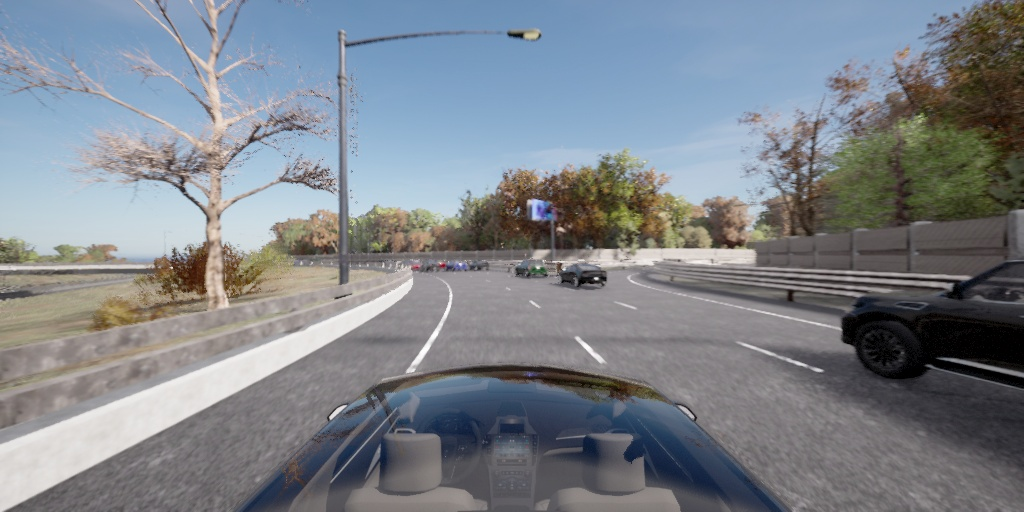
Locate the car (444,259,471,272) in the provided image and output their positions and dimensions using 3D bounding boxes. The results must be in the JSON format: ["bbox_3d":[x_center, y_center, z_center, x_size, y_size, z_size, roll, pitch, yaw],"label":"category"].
[{"bbox_3d":[-7.746,1.227,49.678,2.097,1.767,4.553,0,0,-26],"label":"car"}]

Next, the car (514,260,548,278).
[{"bbox_3d":[1.762,1.124,34.987,2.097,1.767,4.553,-1,0,-18],"label":"car"}]

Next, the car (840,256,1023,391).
[{"bbox_3d":[7.028,0.914,4.016,2.150,2.045,5.566,0,0,-2],"label":"car"}]

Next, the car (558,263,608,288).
[{"bbox_3d":[4.602,1.226,24.061,1.882,1.535,5.008,0,0,-12],"label":"car"}]

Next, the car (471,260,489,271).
[{"bbox_3d":[-4.799,1.356,51.640,1.837,1.490,4.892,0,0,-26],"label":"car"}]

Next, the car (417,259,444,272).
[{"bbox_3d":[-11.071,1.408,48.531,1.837,1.490,4.892,0,0,-26],"label":"car"}]

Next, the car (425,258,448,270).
[{"bbox_3d":[-12.250,1.277,57.868,2.097,1.767,4.553,0,0,-33],"label":"car"}]

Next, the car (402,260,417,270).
[{"bbox_3d":[-15.047,1.511,55.756,1.994,1.385,4.181,0,0,-33],"label":"car"}]
